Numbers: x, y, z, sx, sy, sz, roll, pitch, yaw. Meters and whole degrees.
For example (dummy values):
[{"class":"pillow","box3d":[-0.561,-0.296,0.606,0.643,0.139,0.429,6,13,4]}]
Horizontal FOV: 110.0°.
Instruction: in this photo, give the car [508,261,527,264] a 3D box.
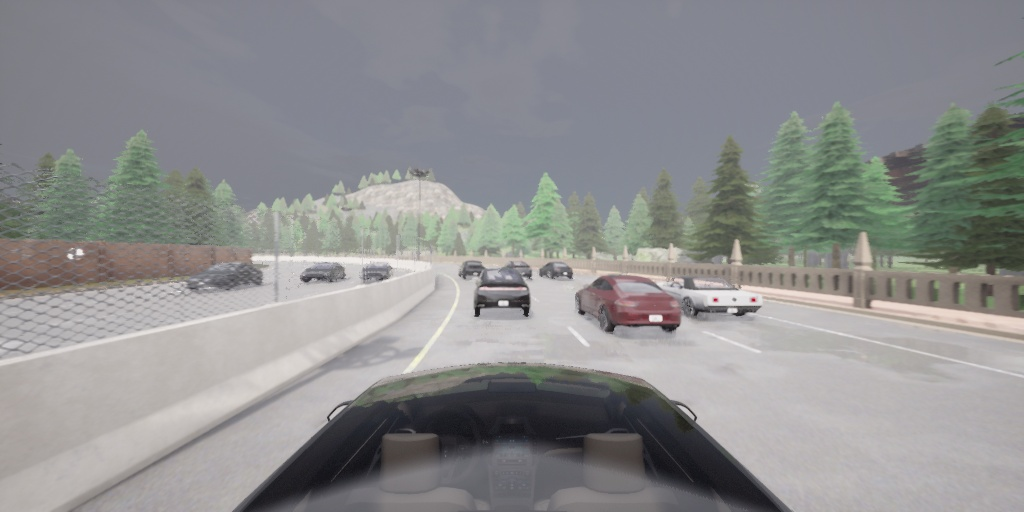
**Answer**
[{"class":"car","box3d":[0.270,1.150,29.966,2.128,1.511,4.902,1,0,-14]}]

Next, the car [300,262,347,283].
[{"class":"car","box3d":[-13.136,1.105,25.385,2.033,1.411,5.357,0,0,-13]}]

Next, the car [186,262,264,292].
[{"class":"car","box3d":[-15.590,1.079,19.839,1.812,1.442,4.674,1,0,-10]}]

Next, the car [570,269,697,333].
[{"class":"car","box3d":[3.215,1.274,10.649,1.812,1.442,4.674,1,0,-3]}]

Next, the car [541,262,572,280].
[{"class":"car","box3d":[3.690,1.212,30.689,1.812,1.442,4.674,1,0,-14]}]

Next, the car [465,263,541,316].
[{"class":"car","box3d":[-0.453,1.199,13.178,2.128,1.511,4.902,1,0,-5]}]

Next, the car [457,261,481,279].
[{"class":"car","box3d":[-3.472,1.129,30.468,1.837,1.490,4.892,1,0,-14]}]

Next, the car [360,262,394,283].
[{"class":"car","box3d":[-9.796,1.130,26.471,2.033,1.411,5.357,0,0,-13]}]

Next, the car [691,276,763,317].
[{"class":"car","box3d":[6.598,1.370,13.192,1.895,1.301,4.718,0,0,-4]}]
